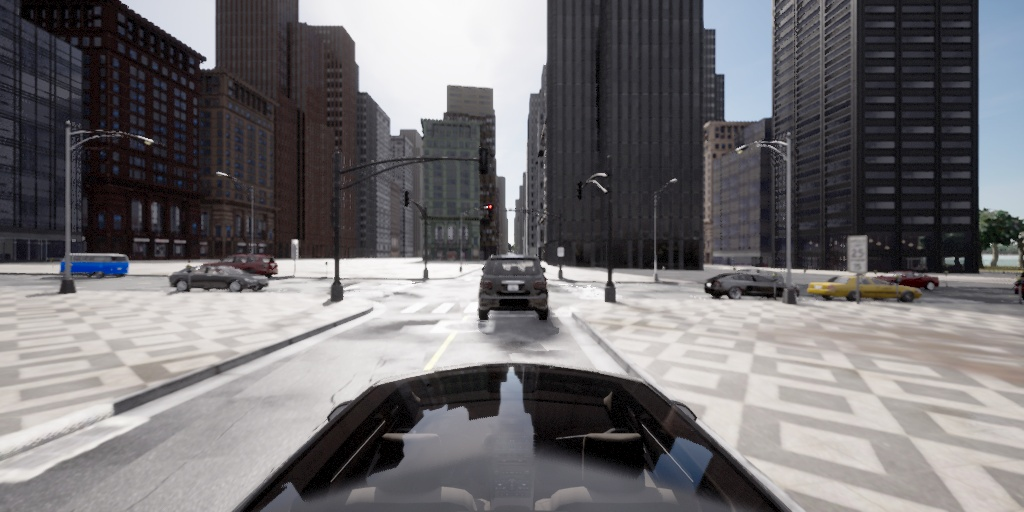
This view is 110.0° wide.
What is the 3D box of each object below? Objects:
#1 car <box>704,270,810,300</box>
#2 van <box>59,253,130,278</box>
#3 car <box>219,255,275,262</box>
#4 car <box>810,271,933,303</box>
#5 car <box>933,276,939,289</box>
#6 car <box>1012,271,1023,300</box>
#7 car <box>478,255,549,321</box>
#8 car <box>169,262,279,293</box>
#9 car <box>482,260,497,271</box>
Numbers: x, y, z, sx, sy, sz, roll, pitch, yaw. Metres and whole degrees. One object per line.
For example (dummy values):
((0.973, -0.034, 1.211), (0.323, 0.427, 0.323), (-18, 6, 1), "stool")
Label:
((12.128, 1.540, 18.311), (4.313, 1.339, 1.948), (0, 0, 0), "car")
((-31.145, 0.704, 26.749), (3.998, 1.789, 1.690), (0, 0, 0), "van")
((-20.226, 0.824, 26.747), (5.009, 1.841, 2.192), (0, 0, 0), "car")
((17.940, 1.587, 18.310), (4.829, 1.417, 1.751), (0, 0, 0), "car")
((29.066, 1.790, 26.834), (4.507, 1.381, 1.888), (0, 0, 0), "car")
((29.057, 1.557, 18.308), (5.009, 1.841, 2.192), (0, 0, 0), "car")
((0.062, 0.982, 12.707), (2.150, 2.045, 5.566), (0, 0, 1), "car")
((-14.780, 1.132, 18.220), (4.403, 1.370, 2.007), (0, 0, 0), "car")
((-3.085, 1.302, 50.665), (1.837, 1.490, 4.892), (0, 0, 0), "car")
